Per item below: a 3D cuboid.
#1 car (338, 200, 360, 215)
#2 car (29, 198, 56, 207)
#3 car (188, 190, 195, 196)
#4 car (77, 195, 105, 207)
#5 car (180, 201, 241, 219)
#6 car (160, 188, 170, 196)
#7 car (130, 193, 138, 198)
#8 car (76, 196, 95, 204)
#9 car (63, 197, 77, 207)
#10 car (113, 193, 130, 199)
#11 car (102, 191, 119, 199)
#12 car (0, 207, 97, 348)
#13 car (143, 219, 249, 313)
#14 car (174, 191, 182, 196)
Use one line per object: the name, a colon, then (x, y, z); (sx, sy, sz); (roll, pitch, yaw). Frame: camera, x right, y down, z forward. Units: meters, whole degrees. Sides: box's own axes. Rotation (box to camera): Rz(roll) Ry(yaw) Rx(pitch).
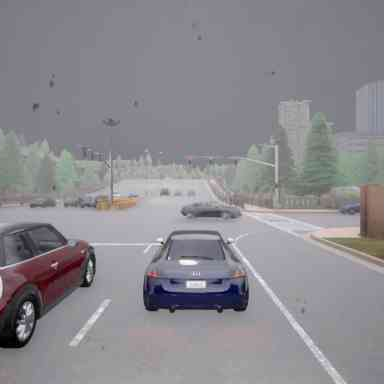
car: (17.097, 1.526, 33.157); (4.674, 1.442, 1.812); (0, 0, 0)
car: (-21.087, 1.547, 47.207); (2.033, 1.411, 5.357); (0, 0, 0)
car: (-0.142, 0.242, 88.047); (2.033, 1.411, 5.357); (0, 7, 0)
car: (-14.088, 1.564, 46.662); (1.994, 1.385, 4.181); (0, 0, 0)
car: (1.482, 1.491, 26.700); (4.902, 1.511, 2.128); (0, 0, 13)
car: (-7.143, -0.093, 88.214); (2.150, 2.045, 5.566); (0, 7, 0)
car: (-14.096, 0.978, 79.239); (1.895, 1.301, 4.718); (0, 3, 0)
car: (-21.028, 1.515, 65.932); (2.033, 1.411, 5.357); (0, 1, 0)
car: (-17.584, 1.505, 49.864); (1.837, 1.490, 4.892); (0, 0, 0)
car: (-14.054, 1.529, 64.855); (2.033, 1.411, 5.357); (0, 1, 0)
car: (-17.568, 0.945, 73.914); (2.150, 2.045, 5.566); (0, 2, 0)
car: (-3.431, 1.352, 6.443); (2.097, 1.767, 4.553); (0, 0, 0)
car: (0.078, 1.564, 7.739); (1.994, 1.385, 4.181); (0, 0, 0)
car: (-3.642, 0.310, 87.959); (1.895, 1.301, 4.718); (0, 7, 0)
